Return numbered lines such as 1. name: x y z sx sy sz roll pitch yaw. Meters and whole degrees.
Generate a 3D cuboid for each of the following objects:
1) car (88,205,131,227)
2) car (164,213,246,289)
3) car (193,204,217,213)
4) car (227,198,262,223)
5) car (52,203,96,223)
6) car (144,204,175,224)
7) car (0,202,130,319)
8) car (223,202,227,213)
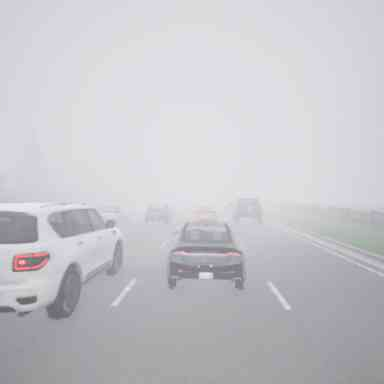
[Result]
1. car: -6.030 1.730 24.985 1.895 1.301 4.718 1 0 2
2. car: 0.391 1.579 9.464 2.128 1.511 4.902 1 0 2
3. car: 1.077 1.731 27.656 1.882 1.535 5.008 1 0 2
4. car: 4.602 1.527 28.657 2.150 2.045 5.566 1 -1 1
5. car: -9.454 1.662 27.072 1.994 1.385 4.181 1 0 2
6. car: -2.488 1.680 26.062 2.128 1.511 4.902 1 0 2
7. car: -3.178 1.242 7.608 2.150 2.045 5.566 1 -1 2
8. car: 5.147 1.954 43.658 1.837 1.490 4.892 1 0 2
